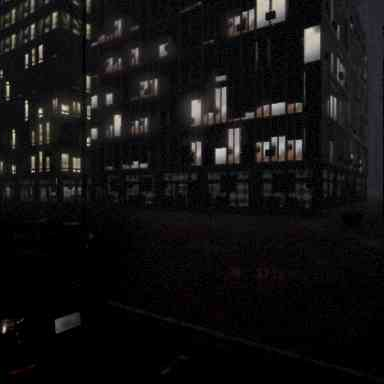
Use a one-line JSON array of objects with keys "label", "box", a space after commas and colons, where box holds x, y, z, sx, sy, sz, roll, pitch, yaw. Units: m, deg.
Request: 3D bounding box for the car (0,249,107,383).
[{"label": "car", "box": [-3.144, 1.565, 5.112, 4.313, 1.339, 1.947, 0, 0, 35]}]
